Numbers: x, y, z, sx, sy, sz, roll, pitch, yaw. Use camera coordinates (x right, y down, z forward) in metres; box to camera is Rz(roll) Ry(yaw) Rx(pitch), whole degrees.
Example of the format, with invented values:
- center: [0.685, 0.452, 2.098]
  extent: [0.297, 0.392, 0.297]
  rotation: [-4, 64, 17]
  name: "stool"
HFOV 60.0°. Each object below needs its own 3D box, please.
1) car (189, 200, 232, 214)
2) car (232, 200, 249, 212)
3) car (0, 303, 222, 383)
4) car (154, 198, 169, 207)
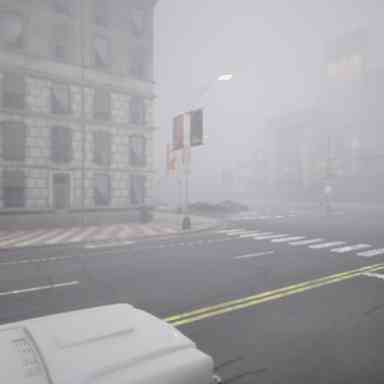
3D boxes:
- center: [1.759, 1.601, 35.629]
  extent: [1.895, 1.301, 4.718]
  rotation: [0, 0, -35]
  name: "car"
- center: [4.472, 1.564, 37.883]
  extent: [1.994, 1.385, 4.181]
  rotation: [0, 0, -36]
  name: "car"
- center: [-2.066, 1.601, 2.314]
  extent: [4.718, 1.301, 1.895]
  rotation: [0, 0, -35]
  name: "car"
- center: [-5.345, 1.602, 51.584]
  extent: [1.994, 1.385, 4.181]
  rotation: [0, 0, -36]
  name: "car"
